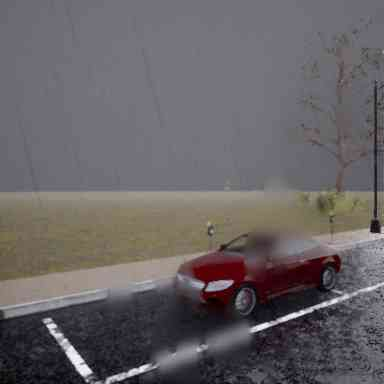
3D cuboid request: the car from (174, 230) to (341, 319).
[{"bbox_3d":[1.597,1.541,7.243,4.206,1.307,1.802,-1,1,-36],"label":"car"}]
